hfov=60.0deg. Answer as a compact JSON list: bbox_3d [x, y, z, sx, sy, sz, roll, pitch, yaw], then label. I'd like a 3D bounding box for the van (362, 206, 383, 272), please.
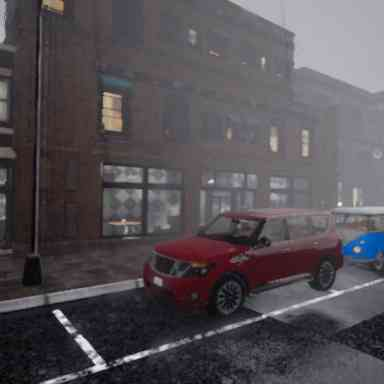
[{"bbox_3d":[5.837,1.370,10.700,3.998,1.788,1.690,0,1,-35],"label":"van"}]

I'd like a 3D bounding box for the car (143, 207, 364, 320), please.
[{"bbox_3d":[1.435,1.330,7.560,5.009,1.841,2.192,0,1,-35],"label":"car"}]
